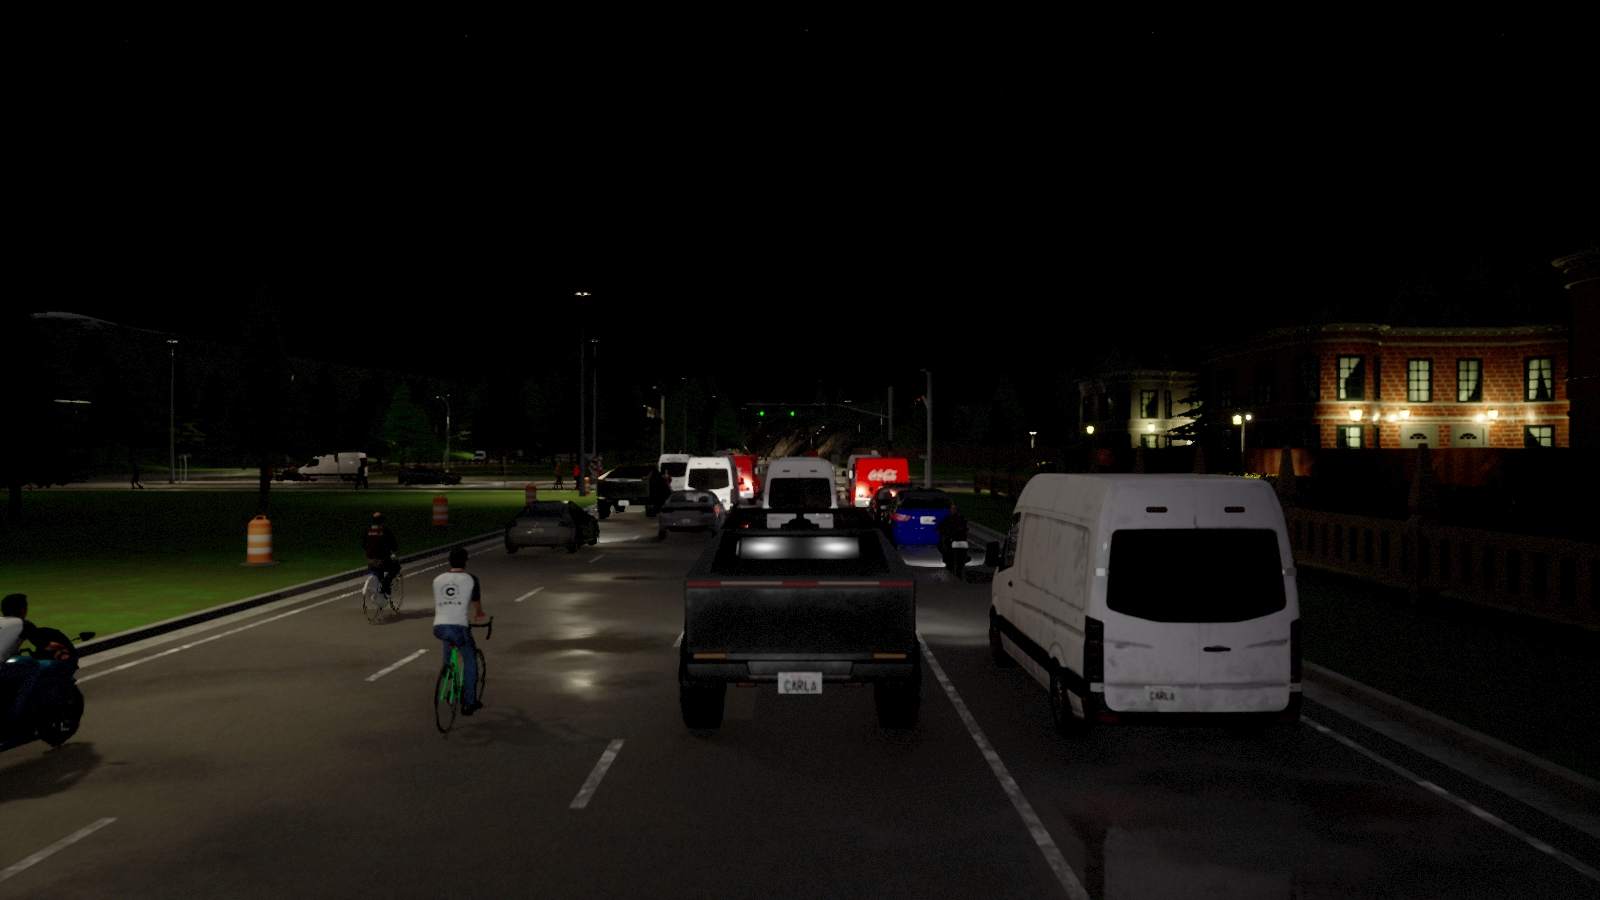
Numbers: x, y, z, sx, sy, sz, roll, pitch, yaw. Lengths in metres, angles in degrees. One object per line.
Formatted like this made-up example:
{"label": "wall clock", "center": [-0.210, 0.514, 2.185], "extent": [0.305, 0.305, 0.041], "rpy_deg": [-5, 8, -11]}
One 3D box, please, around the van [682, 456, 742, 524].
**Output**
{"label": "van", "center": [-3.504, 1.532, 46.480], "extent": [1.988, 2.561, 5.915], "rpy_deg": [0, 0, 0]}

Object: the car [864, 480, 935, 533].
{"label": "car", "center": [3.501, 1.980, 41.144], "extent": [2.097, 1.638, 5.238], "rpy_deg": [0, 0, 0]}

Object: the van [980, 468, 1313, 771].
{"label": "van", "center": [3.497, 1.533, 12.959], "extent": [1.988, 2.561, 5.915], "rpy_deg": [0, 0, 0]}

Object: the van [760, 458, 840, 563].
{"label": "van", "center": [-0.003, 1.532, 31.312], "extent": [1.988, 2.561, 5.915], "rpy_deg": [0, 0, 0]}

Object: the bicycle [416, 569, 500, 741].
{"label": "bicycle", "center": [-3.499, 2.055, 11.800], "extent": [0.373, 1.496, 1.643], "rpy_deg": [0, 0, 0]}

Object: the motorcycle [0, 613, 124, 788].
{"label": "motorcycle", "center": [-6.999, 2.185, 10.127], "extent": [0.803, 1.199, 2.033], "rpy_deg": [0, 0, 0]}

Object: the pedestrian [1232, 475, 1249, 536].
{"label": "pedestrian", "center": [13.465, 1.694, 34.939], "extent": [0.375, 1.860, 0.375], "rpy_deg": [0, 0, 1]}

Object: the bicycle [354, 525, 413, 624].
{"label": "bicycle", "center": [-7.003, 2.059, 19.277], "extent": [0.329, 1.471, 1.835], "rpy_deg": [0, 0, 0]}

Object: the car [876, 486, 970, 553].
{"label": "car", "center": [3.500, 1.966, 33.306], "extent": [2.242, 1.667, 4.611], "rpy_deg": [0, 0, 0]}

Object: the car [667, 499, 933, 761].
{"label": "car", "center": [0.001, 1.753, 13.421], "extent": [2.390, 2.098, 6.274], "rpy_deg": [0, 0, 0]}

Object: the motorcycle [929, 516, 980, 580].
{"label": "motorcycle", "center": [3.501, 2.203, 26.070], "extent": [0.867, 1.251, 2.209], "rpy_deg": [0, 0, 0]}

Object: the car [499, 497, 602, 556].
{"label": "car", "center": [-6.999, 2.117, 32.491], "extent": [1.994, 1.385, 4.181], "rpy_deg": [0, 0, 0]}

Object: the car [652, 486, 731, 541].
{"label": "car", "center": [-3.495, 2.032, 37.623], "extent": [2.097, 1.535, 5.006], "rpy_deg": [0, 0, 0]}

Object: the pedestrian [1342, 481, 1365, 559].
{"label": "pedestrian", "center": [13.371, 1.694, 27.620], "extent": [0.375, 1.860, 0.375], "rpy_deg": [0, 0, 1]}
